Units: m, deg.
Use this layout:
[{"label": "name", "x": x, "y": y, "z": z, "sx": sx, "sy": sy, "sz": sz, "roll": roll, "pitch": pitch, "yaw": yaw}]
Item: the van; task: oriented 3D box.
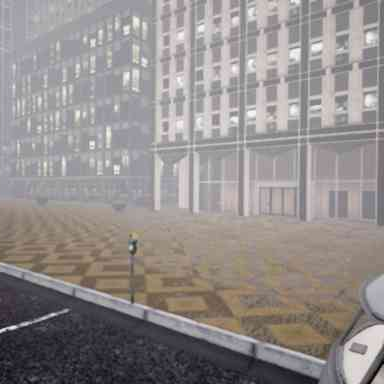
[{"label": "van", "x": 2.452, "y": 1.370, "z": 1.124, "sx": 3.998, "sy": 1.788, "sz": 1.690, "roll": 1, "pitch": 0, "yaw": 36}]
